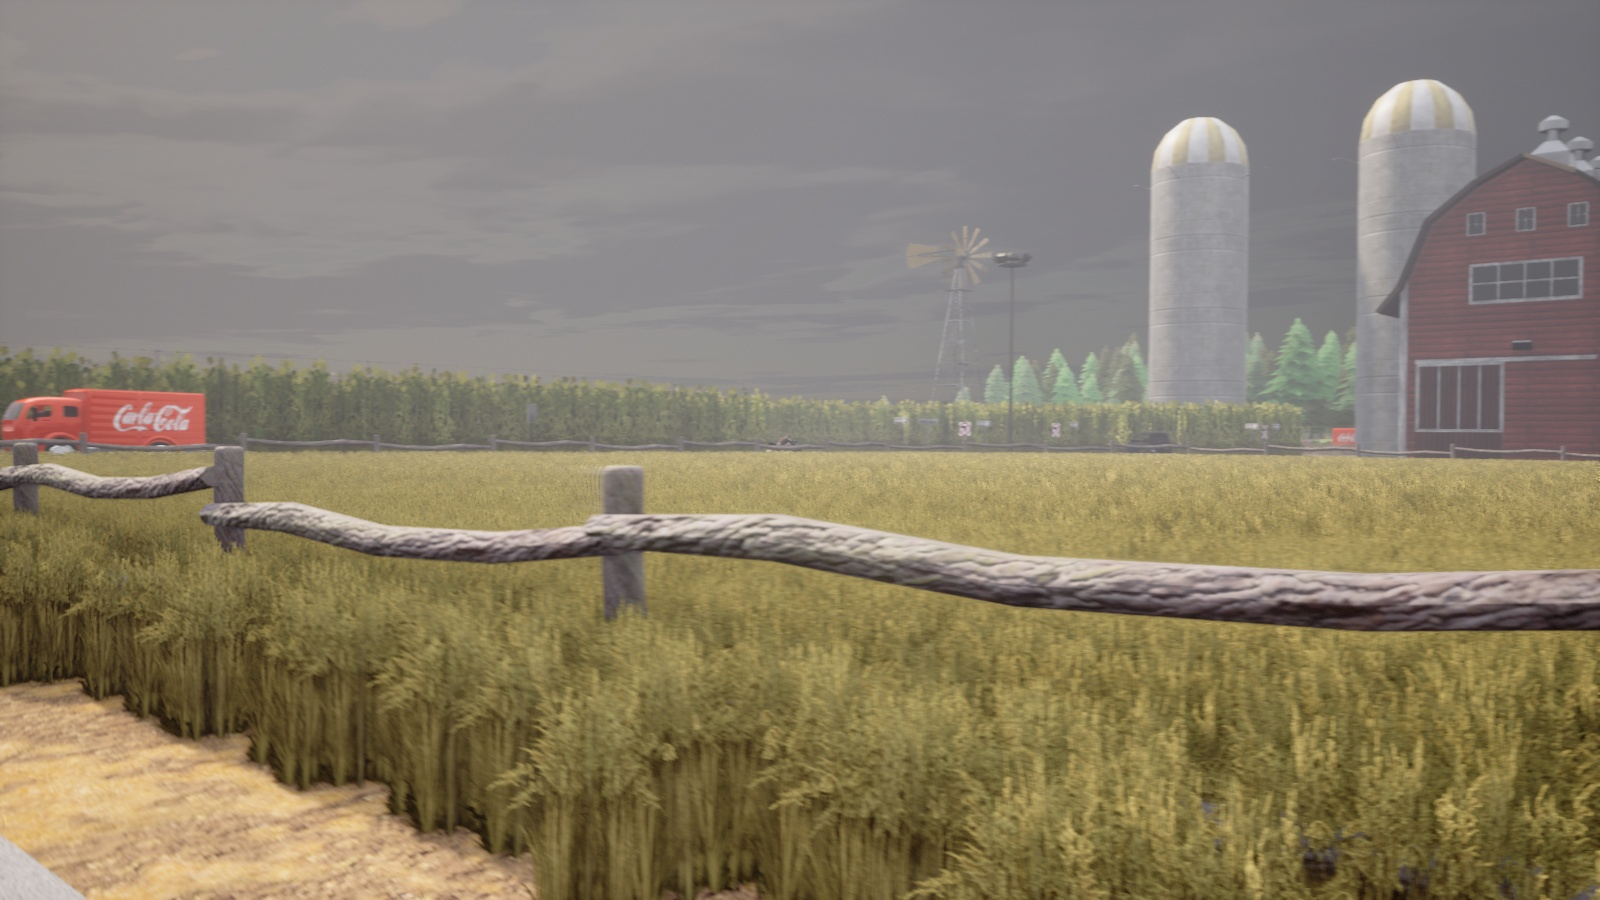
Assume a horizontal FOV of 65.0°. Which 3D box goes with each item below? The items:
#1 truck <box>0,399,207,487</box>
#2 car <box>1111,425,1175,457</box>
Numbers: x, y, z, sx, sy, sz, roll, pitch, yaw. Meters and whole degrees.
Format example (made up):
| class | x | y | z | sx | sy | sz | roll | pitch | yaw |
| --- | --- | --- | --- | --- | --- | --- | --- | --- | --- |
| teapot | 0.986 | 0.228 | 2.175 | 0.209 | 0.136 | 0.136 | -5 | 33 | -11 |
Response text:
| class | x | y | z | sx | sy | sz | roll | pitch | yaw |
| --- | --- | --- | --- | --- | --- | --- | --- | --- | --- |
| truck | -21.252 | -0.215 | 38.167 | 2.627 | 2.467 | 5.204 | 0 | 1 | 43 |
| car | 20.725 | -0.566 | 75.966 | 1.905 | 1.878 | 3.866 | 0 | 1 | -18 |
